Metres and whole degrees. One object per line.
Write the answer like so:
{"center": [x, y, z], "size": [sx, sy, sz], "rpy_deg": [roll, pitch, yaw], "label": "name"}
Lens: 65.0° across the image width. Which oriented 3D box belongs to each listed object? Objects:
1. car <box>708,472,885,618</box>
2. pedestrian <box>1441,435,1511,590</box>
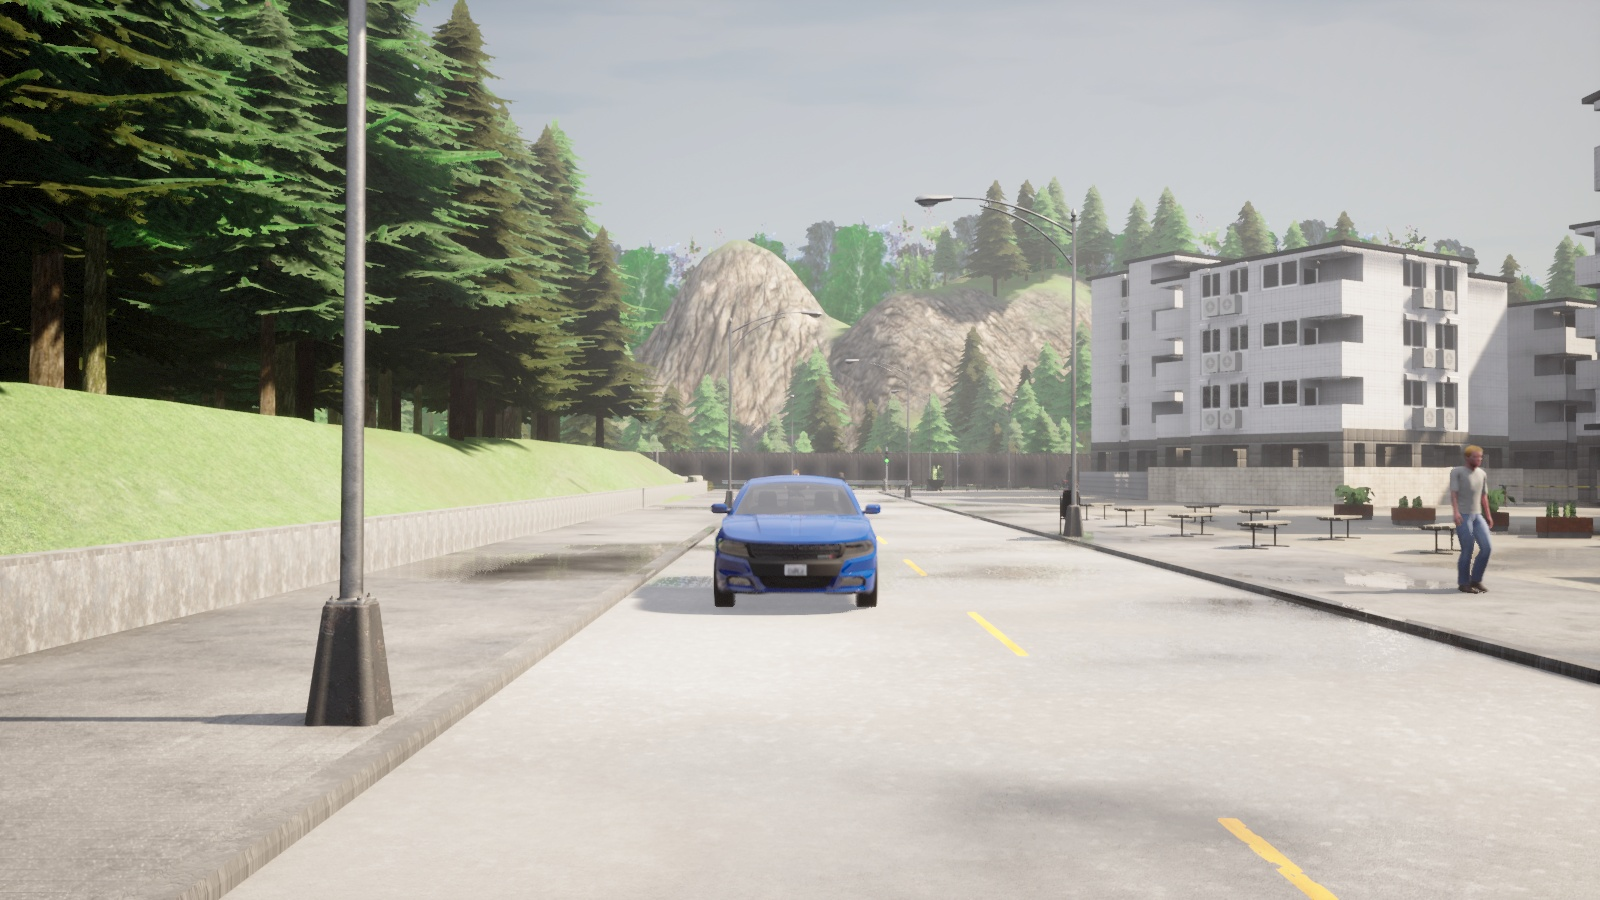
{"center": [-0.042, 1.059, 15.913], "size": [1.882, 1.535, 5.008], "rpy_deg": [0, -1, 0], "label": "car"}
{"center": [8.231, 0.747, 15.313], "size": [0.354, 1.836, 0.706], "rpy_deg": [0, -1, -13], "label": "pedestrian"}
